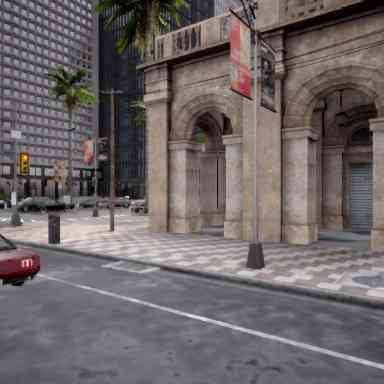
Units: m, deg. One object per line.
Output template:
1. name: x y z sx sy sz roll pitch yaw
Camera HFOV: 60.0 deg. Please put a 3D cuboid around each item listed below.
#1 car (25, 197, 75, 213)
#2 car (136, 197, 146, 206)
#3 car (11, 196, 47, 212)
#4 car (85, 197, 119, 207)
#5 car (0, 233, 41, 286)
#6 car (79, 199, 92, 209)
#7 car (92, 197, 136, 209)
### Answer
1. car: -15.728 1.601 37.415 1.895 1.301 4.718 0 0 36
2. car: -7.478 1.526 54.818 1.812 1.442 4.674 0 0 36
3. car: -18.733 1.352 39.233 2.097 1.767 4.553 0 0 36
4. car: -13.870 1.513 51.260 2.161 1.482 4.786 0 0 35
5. car: -5.792 1.601 8.180 4.718 1.301 1.895 0 0 37
6. car: -13.195 1.547 46.914 2.033 1.411 5.357 0 0 36
7. car: -10.423 1.491 44.770 2.128 1.511 4.902 0 0 36
